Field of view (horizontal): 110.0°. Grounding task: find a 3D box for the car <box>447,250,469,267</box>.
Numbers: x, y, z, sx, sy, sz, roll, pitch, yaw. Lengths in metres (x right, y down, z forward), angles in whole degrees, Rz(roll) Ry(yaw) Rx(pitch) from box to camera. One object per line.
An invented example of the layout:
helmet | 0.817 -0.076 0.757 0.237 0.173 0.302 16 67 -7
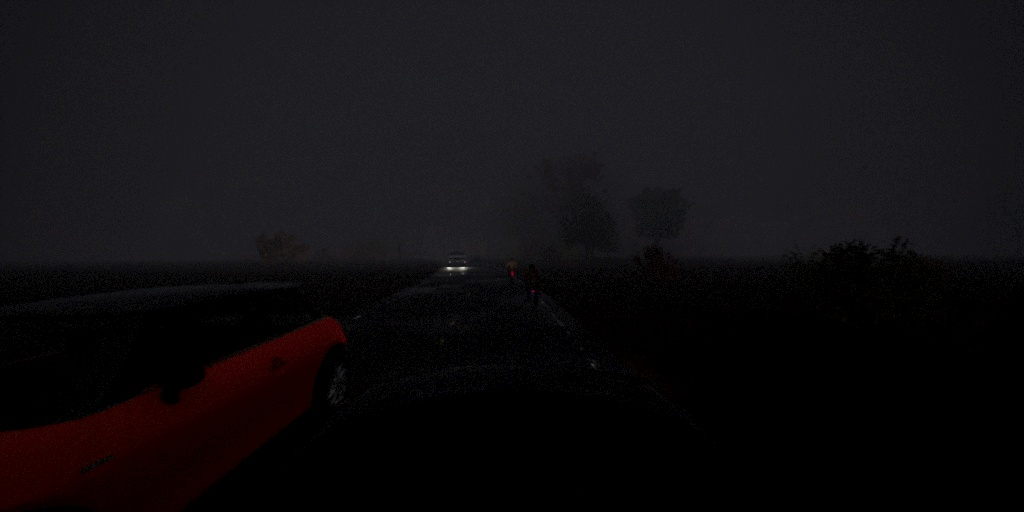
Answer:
car | -7.058 0.263 45.960 2.150 2.045 5.566 0 1 -9

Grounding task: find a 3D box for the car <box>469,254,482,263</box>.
car | -5.941 0.413 56.708 2.033 1.411 5.357 0 1 -12

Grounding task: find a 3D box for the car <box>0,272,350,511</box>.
car | -3.161 1.092 2.791 2.097 1.767 4.553 0 1 -1

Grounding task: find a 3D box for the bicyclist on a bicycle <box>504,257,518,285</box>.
bicyclist on a bicycle | -0.009 0.867 20.969 0.866 1.612 1.509 0 1 -4

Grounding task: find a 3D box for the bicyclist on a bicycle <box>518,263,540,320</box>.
bicyclist on a bicycle | 0.605 1.051 10.776 0.582 1.620 1.656 0 1 -2
